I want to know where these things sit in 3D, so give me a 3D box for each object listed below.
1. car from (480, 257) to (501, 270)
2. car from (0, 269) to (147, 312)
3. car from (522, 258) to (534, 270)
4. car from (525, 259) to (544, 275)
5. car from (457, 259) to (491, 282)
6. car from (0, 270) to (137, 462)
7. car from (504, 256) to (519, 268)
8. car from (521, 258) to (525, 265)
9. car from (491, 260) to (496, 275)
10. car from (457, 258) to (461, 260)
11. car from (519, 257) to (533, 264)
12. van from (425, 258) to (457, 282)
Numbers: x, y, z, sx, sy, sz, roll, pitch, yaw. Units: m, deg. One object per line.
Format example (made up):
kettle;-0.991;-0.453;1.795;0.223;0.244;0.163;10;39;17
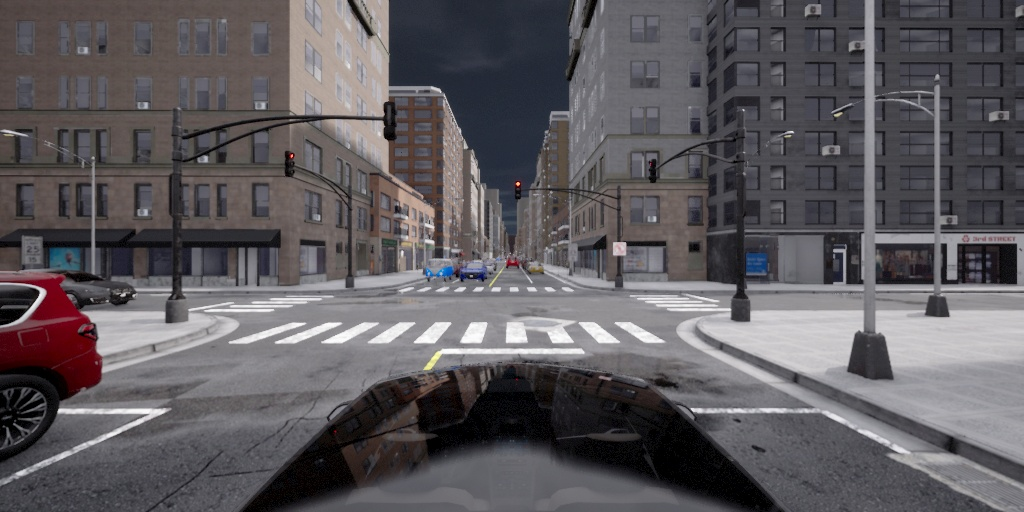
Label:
car;-3.067;1.291;49.610;2.128;1.511;4.902;0;0;0
car;-17.570;1.279;13.877;4.892;1.490;1.837;0;0;-2
car;2.688;1.347;45.910;2.007;1.370;4.403;0;0;0
car;2.685;1.316;40.485;1.751;1.417;4.829;0;0;0
car;-3.088;1.258;29.681;1.882;1.535;5.008;0;0;0
car;-5.858;1.065;2.156;2.192;1.841;5.009;0;0;0
car;0.125;1.033;60.992;2.150;2.045;5.566;0;0;0
car;2.690;1.367;51.504;1.948;1.339;4.313;0;0;0
car;-3.082;1.391;39.615;1.895;1.301;4.718;0;0;0
car;-5.843;1.100;34.700;2.192;1.841;5.009;0;0;0
car;2.693;1.122;57.098;2.192;1.841;5.009;0;0;0
van;-5.845;1.120;29.103;1.690;1.789;3.998;0;0;0
